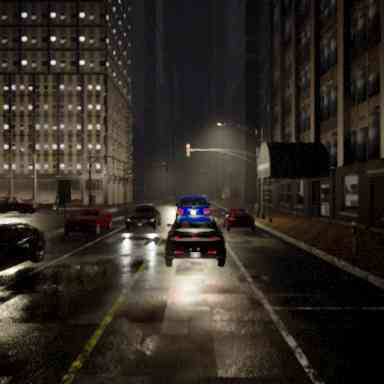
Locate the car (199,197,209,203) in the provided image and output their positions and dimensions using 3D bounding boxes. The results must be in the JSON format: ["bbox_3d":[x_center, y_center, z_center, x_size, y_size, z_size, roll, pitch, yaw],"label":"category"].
[{"bbox_3d":[2.654,1.755,75.521,2.008,1.369,4.403,0,0,0],"label":"car"}]

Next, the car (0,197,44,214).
[{"bbox_3d":[-18.622,1.409,34.489,5.009,1.841,2.192,0,0,1],"label":"car"}]

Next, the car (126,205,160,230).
[{"bbox_3d":[-3.009,1.607,21.450,1.812,1.442,4.674,0,0,0],"label":"car"}]

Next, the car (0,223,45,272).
[{"bbox_3d":[-5.757,1.593,9.478,1.947,1.339,4.313,0,0,0],"label":"car"}]

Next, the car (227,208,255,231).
[{"bbox_3d":[2.807,1.640,20.535,1.802,1.307,4.206,0,0,0],"label":"car"}]

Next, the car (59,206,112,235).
[{"bbox_3d":[-5.831,1.599,19.155,1.887,1.381,4.507,0,0,0],"label":"car"}]

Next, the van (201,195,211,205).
[{"bbox_3d":[2.658,1.516,64.129,1.690,1.788,3.998,0,0,0],"label":"van"}]

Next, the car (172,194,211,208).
[{"bbox_3d":[0.082,1.283,21.853,2.150,2.045,5.566,0,0,0],"label":"car"}]

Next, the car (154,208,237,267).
[{"bbox_3d":[0.095,1.524,11.525,2.128,1.511,4.902,0,0,0],"label":"car"}]

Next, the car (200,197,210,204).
[{"bbox_3d":[2.657,1.740,69.824,2.008,1.369,4.403,0,0,0],"label":"car"}]

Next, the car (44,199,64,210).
[{"bbox_3d":[-18.539,1.624,42.871,4.403,1.369,2.008,0,0,1],"label":"car"}]

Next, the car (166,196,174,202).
[{"bbox_3d":[-5.731,1.796,86.912,1.947,1.339,4.313,0,0,0],"label":"car"}]

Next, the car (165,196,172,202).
[{"bbox_3d":[-5.729,1.762,81.215,1.887,1.381,4.507,0,0,0],"label":"car"}]

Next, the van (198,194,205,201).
[{"bbox_3d":[2.646,1.584,92.612,1.690,1.788,3.998,0,0,0],"label":"van"}]
